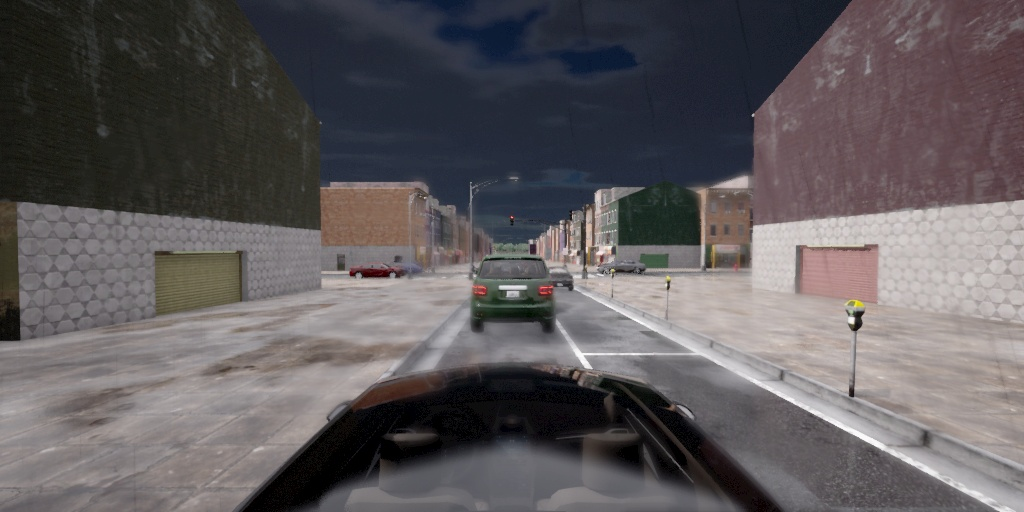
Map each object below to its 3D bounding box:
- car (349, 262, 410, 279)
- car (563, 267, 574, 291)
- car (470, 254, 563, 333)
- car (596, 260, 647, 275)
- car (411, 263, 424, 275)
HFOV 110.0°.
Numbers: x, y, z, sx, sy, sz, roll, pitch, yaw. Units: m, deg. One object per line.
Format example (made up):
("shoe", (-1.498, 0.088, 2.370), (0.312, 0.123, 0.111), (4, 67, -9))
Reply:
("car", (-12.397, 1.337, 33.248), (5.008, 1.535, 1.882), (0, 1, -1))
("car", (2.594, 1.296, 21.320), (2.007, 1.370, 4.403), (0, 0, 0))
("car", (0.029, 0.968, 10.905), (2.150, 2.045, 5.566), (0, 0, 0))
("car", (11.065, 1.136, 36.382), (4.902, 1.511, 2.128), (0, 1, 3))
("car", (-11.298, 1.317, 36.194), (4.674, 1.442, 1.812), (0, 1, 0))
